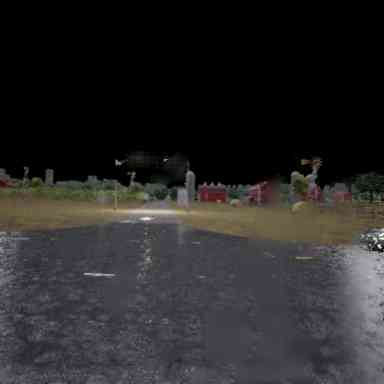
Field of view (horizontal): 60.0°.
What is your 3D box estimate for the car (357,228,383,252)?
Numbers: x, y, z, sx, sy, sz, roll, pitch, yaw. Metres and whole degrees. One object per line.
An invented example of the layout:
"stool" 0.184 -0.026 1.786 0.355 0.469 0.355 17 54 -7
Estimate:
"car" 10.417 2.091 15.913 4.553 1.767 2.097 2 -2 -5
